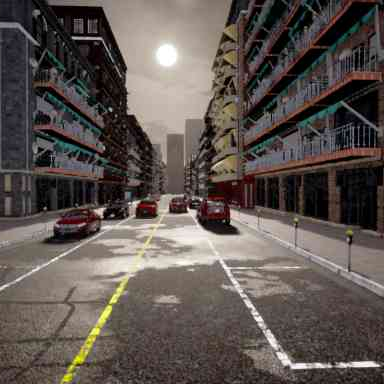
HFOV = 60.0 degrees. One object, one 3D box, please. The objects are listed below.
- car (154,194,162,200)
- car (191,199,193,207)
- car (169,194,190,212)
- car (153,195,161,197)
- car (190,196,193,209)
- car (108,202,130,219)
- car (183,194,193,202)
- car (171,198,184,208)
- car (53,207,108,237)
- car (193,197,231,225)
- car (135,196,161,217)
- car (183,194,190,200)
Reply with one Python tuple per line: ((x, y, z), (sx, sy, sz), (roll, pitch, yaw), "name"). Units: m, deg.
((-9.444, 1.468, 91.485), (1.967, 1.590, 4.097), (-1, 0, -3), "car")
((1.252, 1.549, 29.392), (2.008, 1.369, 4.403), (-1, 0, -3), "car")
((-1.666, 1.352, 39.702), (2.097, 1.767, 4.553), (0, 0, -2), "car")
((-8.927, 1.460, 80.194), (1.967, 1.590, 4.097), (-1, 0, -3), "car")
((0.476, 1.568, 46.367), (1.947, 1.339, 4.313), (-1, 0, -3), "car")
((-6.603, 1.564, 29.386), (1.947, 1.339, 4.313), (-1, 0, -3), "car")
((-1.057, 1.335, 80.319), (2.192, 1.841, 5.009), (-1, 0, -3), "car")
((-2.145, 1.605, 49.464), (1.895, 1.301, 4.718), (0, 0, -2), "car")
((-6.086, 1.579, 18.095), (1.802, 1.307, 4.206), (-1, 0, -3), "car")
((1.508, 1.313, 23.734), (2.192, 1.841, 5.009), (-1, 0, -3), "car")
((-4.229, 1.476, 31.636), (1.882, 1.535, 5.008), (0, 0, -3), "car")
((-1.558, 1.468, 91.636), (1.967, 1.590, 4.097), (-1, 0, -3), "car")
